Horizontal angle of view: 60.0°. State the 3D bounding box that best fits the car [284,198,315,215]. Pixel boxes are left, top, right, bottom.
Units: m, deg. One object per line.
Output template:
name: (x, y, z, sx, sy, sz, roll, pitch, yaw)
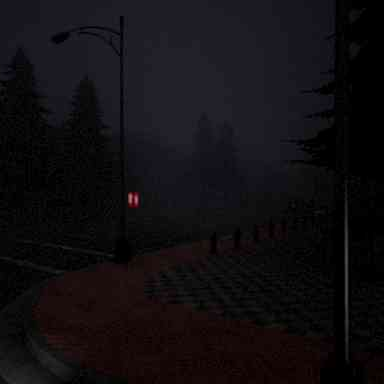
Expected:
car: (11.222, 1.371, 34.486, 2.097, 1.767, 4.553, 0, 0, 35)
